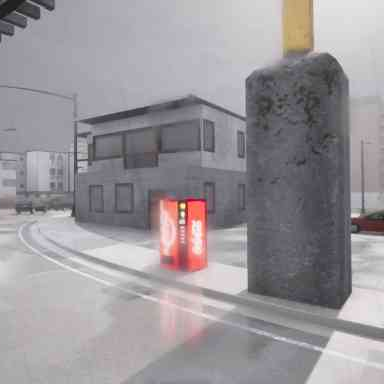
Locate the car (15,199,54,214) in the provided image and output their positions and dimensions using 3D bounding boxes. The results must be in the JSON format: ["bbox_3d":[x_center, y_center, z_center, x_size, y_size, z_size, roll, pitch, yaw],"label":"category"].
[{"bbox_3d":[-18.509,1.764,38.728,2.128,1.511,4.902,-1,-1,3],"label":"car"}]

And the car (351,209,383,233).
[{"bbox_3d":[11.797,1.873,20.256,5.357,1.415,2.033,0,0,34],"label":"car"}]

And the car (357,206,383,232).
[{"bbox_3d":[13.583,1.883,22.670,3.988,1.617,1.851,1,0,34],"label":"car"}]

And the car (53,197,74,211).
[{"bbox_3d":[-20.076,1.830,50.286,2.150,2.045,5.566,-1,-2,19],"label":"car"}]

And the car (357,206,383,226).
[{"bbox_3d":[16.953,2.035,28.237,5.027,1.636,2.152,-1,0,34],"label":"car"}]

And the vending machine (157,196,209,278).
[{"bbox_3d":[-0.251,1.185,9.303,0.880,2.100,1.100,-1,0,44],"label":"vending machine"}]
